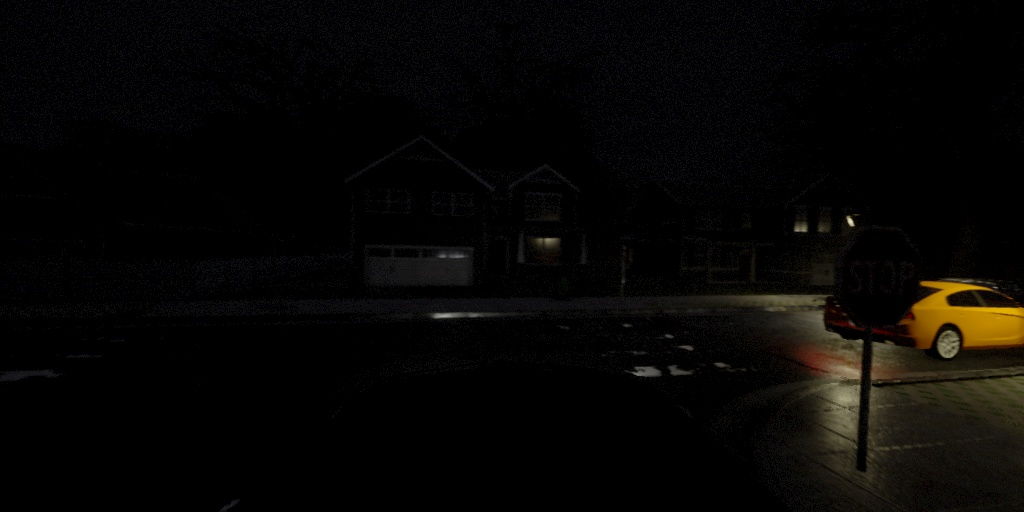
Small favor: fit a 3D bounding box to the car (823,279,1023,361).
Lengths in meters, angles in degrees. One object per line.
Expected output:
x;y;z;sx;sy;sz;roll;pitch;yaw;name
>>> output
9.960;1.335;8.324;5.008;1.535;1.882;1;1;-10;car
